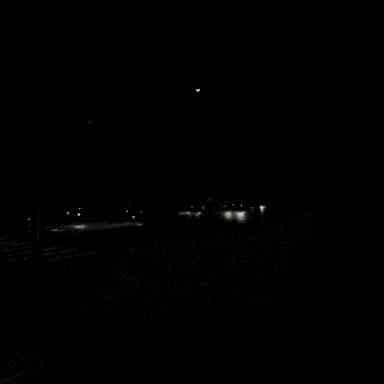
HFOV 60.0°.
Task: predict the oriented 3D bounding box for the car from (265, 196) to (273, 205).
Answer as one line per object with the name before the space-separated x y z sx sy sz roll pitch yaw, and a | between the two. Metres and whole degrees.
car | 11.024 1.324 51.503 1.837 1.490 4.892 0 0 35

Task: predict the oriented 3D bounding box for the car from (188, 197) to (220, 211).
car | 1.425 1.363 38.115 2.128 1.511 4.902 0 0 35

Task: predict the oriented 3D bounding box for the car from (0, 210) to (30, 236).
car | -10.178 1.532 16.136 1.994 1.385 4.181 0 0 35

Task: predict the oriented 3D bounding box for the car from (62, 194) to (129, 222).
car | -7.231 1.157 25.927 2.150 2.045 5.566 0 0 35

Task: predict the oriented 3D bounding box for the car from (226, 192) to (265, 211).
car | 6.144 1.074 39.139 2.150 2.045 5.566 0 0 35

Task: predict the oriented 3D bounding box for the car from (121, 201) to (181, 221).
car | -3.013 1.518 26.246 1.895 1.301 4.718 0 0 35
